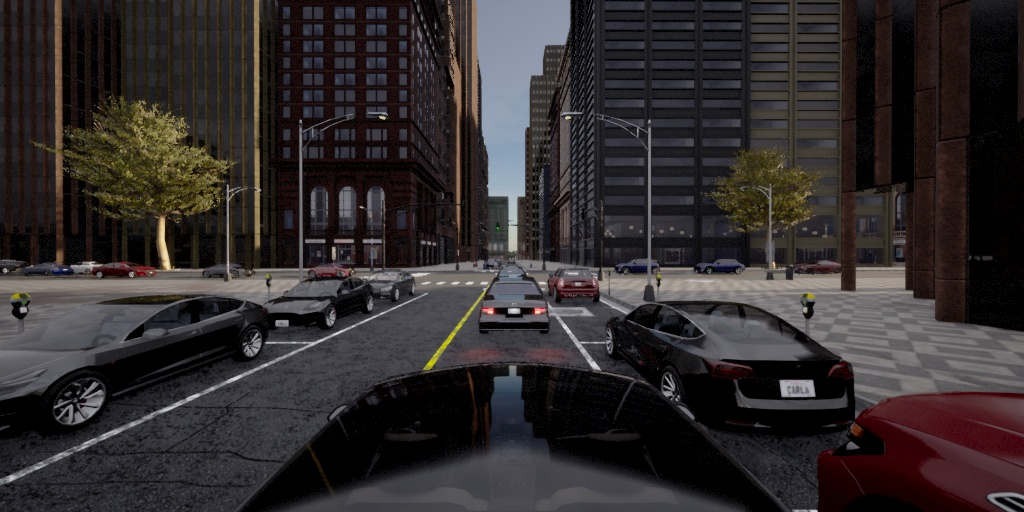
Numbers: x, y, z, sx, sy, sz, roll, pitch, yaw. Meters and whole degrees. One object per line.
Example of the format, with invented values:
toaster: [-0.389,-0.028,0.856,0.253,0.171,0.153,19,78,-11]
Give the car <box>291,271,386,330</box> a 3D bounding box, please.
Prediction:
car: [-5.767,1.316,11.170,1.948,1.339,4.313,0,0,0]

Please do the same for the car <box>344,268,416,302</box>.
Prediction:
car: [-5.770,1.301,16.807,2.007,1.370,4.403,0,0,0]

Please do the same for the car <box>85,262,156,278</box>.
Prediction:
car: [-37.593,1.337,34.849,5.008,1.535,1.882,0,0,0]

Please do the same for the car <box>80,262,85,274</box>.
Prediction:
car: [-49.241,1.387,41.440,4.674,1.442,1.812,0,0,1]

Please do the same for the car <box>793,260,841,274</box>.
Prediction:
car: [32.738,1.193,38.467,4.674,1.442,1.812,0,0,0]

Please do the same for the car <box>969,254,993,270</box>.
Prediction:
car: [48.989,0.845,38.418,5.566,2.045,2.150,0,0,0]

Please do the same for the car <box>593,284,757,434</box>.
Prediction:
car: [2.760,1.315,5.540,1.948,1.339,4.313,0,0,0]

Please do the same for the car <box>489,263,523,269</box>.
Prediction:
car: [-0.010,1.298,20.719,2.033,1.411,5.357,0,0,0]

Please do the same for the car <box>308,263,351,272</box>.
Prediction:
car: [-17.480,1.367,34.894,4.181,1.385,1.994,0,0,0]

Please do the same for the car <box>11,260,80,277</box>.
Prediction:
car: [-49.682,1.442,38.251,4.181,1.385,1.994,0,0,0]

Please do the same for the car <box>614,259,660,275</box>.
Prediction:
car: [13.331,1.061,38.422,4.553,1.767,2.097,0,0,0]

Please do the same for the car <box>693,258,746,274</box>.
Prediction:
car: [22.046,1.042,38.444,4.553,1.767,2.097,0,0,0]

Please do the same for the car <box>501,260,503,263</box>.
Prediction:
car: [-3.101,1.341,63.084,1.994,1.385,4.181,0,0,0]

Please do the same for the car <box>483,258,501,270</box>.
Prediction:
car: [-3.078,1.120,53.123,2.097,1.767,4.553,0,0,0]

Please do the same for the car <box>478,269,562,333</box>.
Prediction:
car: [0.060,1.297,10.646,2.033,1.411,5.357,0,0,0]

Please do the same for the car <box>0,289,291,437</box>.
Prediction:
car: [-5.765,1.315,5.534,1.948,1.339,4.313,0,0,0]

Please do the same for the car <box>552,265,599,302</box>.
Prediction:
car: [2.755,1.190,16.812,1.967,1.591,4.097,0,0,0]

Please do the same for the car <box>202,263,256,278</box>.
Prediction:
car: [-27.486,1.395,34.871,4.181,1.385,1.994,0,0,0]
